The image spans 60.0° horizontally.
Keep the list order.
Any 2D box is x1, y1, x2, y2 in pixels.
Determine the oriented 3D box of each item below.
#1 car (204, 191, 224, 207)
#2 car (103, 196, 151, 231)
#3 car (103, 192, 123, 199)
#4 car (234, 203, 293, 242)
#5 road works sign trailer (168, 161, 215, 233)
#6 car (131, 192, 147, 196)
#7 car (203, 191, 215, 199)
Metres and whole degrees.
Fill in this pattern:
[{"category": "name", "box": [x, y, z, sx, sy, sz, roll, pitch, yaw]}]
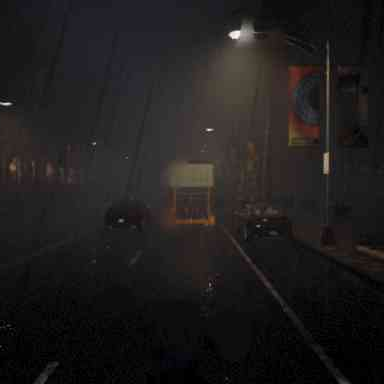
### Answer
[{"category": "car", "box": [3.055, 0.676, 44.284, 2.185, 1.767, 4.553, 0, 1, 0]}, {"category": "car", "box": [-3.418, 1.193, 18.502, 1.882, 1.535, 5.008, 0, 1, 0]}, {"category": "car", "box": [-10.614, 0.790, 44.928, 1.882, 1.535, 5.008, 0, 1, 0]}, {"category": "car", "box": [3.072, 1.251, 14.915, 2.231, 1.521, 4.892, 0, 1, 0]}, {"category": "road works sign trailer", "box": [-0.017, 0.194, 17.549, 2.380, 3.560, 2.880, 0, 1, 0]}, {"category": "car", "box": [-7.113, 0.816, 44.939, 1.837, 1.490, 4.892, 0, 1, 0]}, {"category": "car", "box": [3.343, 0.500, 66.214, 2.161, 1.482, 4.786, 0, 1, 0]}]
